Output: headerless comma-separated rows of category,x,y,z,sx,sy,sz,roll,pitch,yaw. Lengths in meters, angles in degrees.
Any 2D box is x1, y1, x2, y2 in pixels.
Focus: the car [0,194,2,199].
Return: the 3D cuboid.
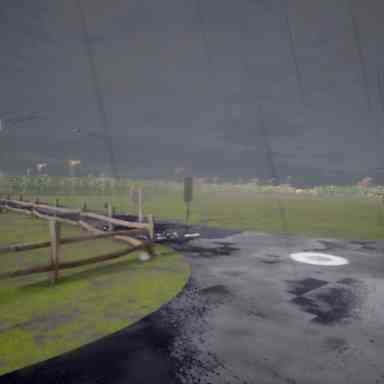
car,-27.274,0.453,45.201,1.895,1.301,4.718,1,1,-42
